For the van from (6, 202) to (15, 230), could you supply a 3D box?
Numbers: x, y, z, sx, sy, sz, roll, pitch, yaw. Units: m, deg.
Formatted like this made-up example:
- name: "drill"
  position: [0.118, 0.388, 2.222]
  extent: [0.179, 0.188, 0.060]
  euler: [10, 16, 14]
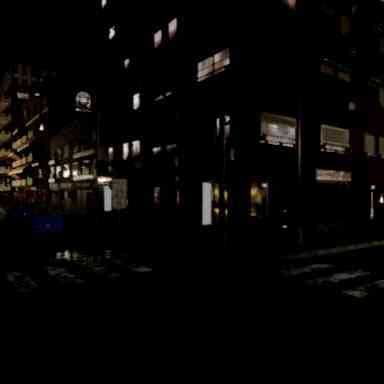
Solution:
- name: "van"
  position: [-11.919, 1.606, 23.393]
  extent: [1.690, 1.788, 3.998]
  euler: [-1, 0, -36]

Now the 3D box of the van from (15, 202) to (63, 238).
- name: "van"
  position: [-8.659, 1.545, 18.916]
  extent: [1.690, 1.788, 3.998]
  euler: [-1, 0, -36]
